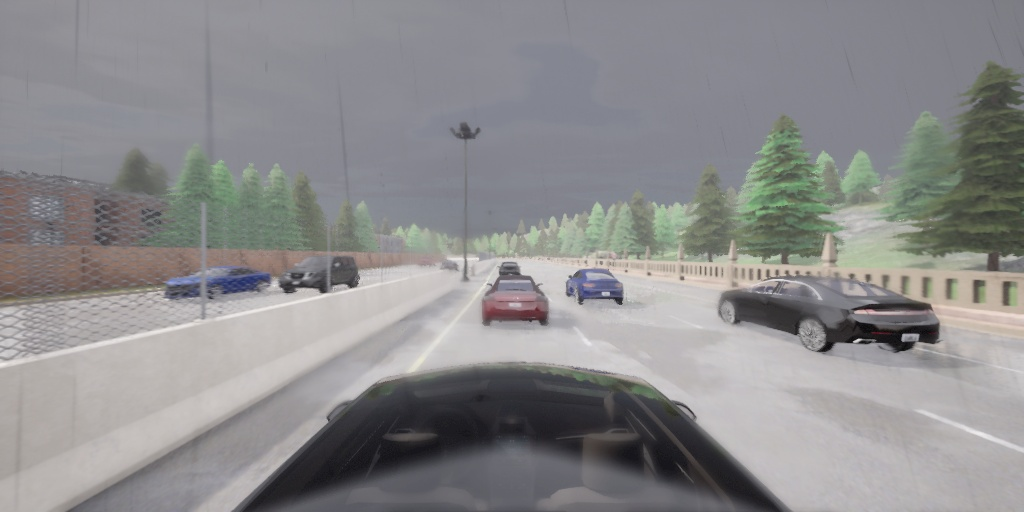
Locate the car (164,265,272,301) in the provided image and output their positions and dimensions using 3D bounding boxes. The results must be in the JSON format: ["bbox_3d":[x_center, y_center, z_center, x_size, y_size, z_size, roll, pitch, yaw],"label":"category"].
[{"bbox_3d":[-14.133,1.227,17.631,1.882,1.535,5.008,0,0,0],"label":"car"}]

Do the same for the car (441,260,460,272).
[{"bbox_3d":[-7.808,1.315,45.754,1.994,1.385,4.181,0,0,-1],"label":"car"}]

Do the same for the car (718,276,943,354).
[{"bbox_3d":[7.097,1.242,8.811,2.128,1.511,4.902,0,0,0],"label":"car"}]

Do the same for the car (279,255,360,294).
[{"bbox_3d":[-10.660,0.973,20.425,2.150,2.045,5.566,0,0,-1],"label":"car"}]

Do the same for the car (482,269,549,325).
[{"bbox_3d":[0.095,1.314,11.852,1.994,1.385,4.181,0,0,0],"label":"car"}]

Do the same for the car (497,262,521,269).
[{"bbox_3d":[-0.257,1.256,31.430,1.837,1.490,4.892,0,0,-2],"label":"car"}]

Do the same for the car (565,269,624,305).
[{"bbox_3d":[3.566,1.276,15.989,1.812,1.442,4.674,0,0,0],"label":"car"}]
